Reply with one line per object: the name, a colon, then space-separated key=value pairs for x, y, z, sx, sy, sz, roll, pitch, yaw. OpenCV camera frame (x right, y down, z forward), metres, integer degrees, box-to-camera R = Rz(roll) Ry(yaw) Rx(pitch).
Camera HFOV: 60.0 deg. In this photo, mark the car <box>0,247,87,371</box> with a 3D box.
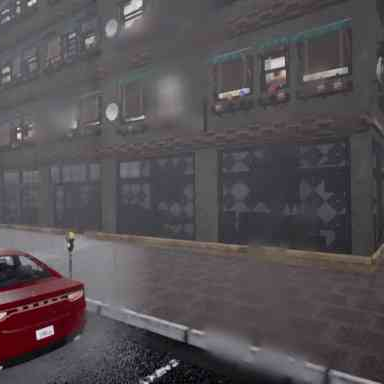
car: x=-3.569 y=1.546 z=5.274 sx=4.507 sy=1.381 sz=1.887 roll=0 pitch=-1 yaw=35
